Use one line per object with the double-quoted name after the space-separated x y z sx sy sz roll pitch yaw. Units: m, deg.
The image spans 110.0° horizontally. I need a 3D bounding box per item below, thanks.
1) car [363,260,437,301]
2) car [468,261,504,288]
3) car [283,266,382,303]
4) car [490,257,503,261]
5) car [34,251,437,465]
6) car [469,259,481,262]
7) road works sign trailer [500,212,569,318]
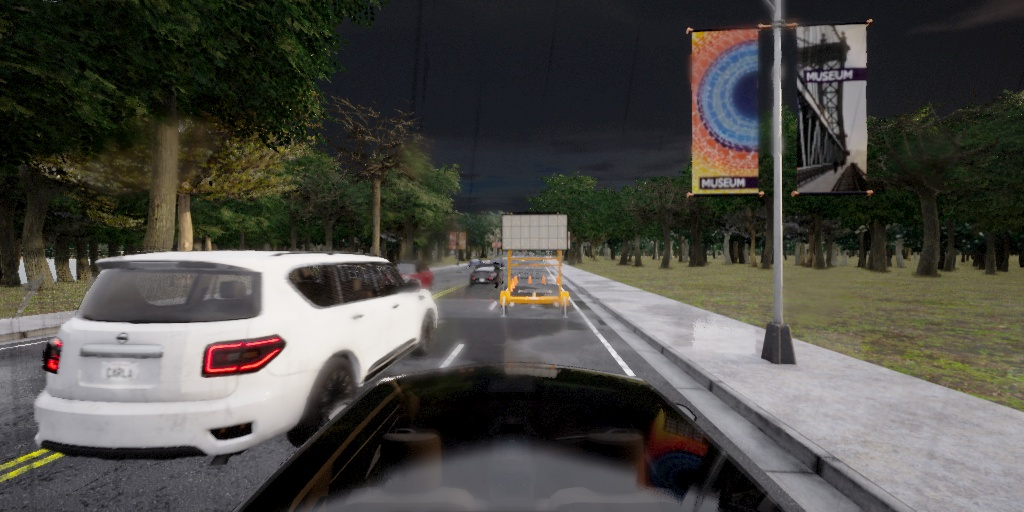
-5.446 1.093 18.236 2.097 1.767 4.553 0 0 4 "car"
-1.609 1.259 23.723 1.812 1.442 4.674 0 0 4 "car"
-8.715 1.289 18.098 2.033 1.411 5.357 0 0 4 "car"
-2.522 1.000 59.665 2.097 1.767 4.553 0 0 4 "car"
-2.820 0.970 5.412 2.150 2.045 5.566 0 0 4 "car"
-5.884 1.180 58.341 1.812 1.442 4.674 0 0 4 "car"
0.822 0.210 13.034 2.380 3.560 2.880 0 0 4 "road works sign trailer"
